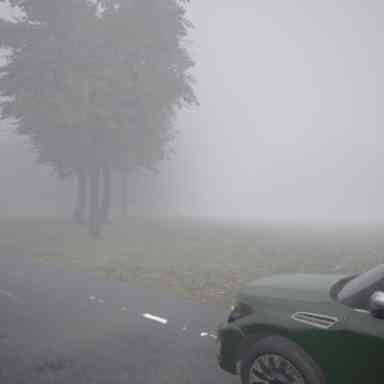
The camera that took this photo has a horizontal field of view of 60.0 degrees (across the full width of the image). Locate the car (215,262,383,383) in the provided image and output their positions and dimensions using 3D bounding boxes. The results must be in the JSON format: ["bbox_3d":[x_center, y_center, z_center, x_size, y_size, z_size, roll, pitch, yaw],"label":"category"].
[{"bbox_3d":[2.877,1.428,3.057,5.566,2.045,2.150,-1,-3,40],"label":"car"}]
